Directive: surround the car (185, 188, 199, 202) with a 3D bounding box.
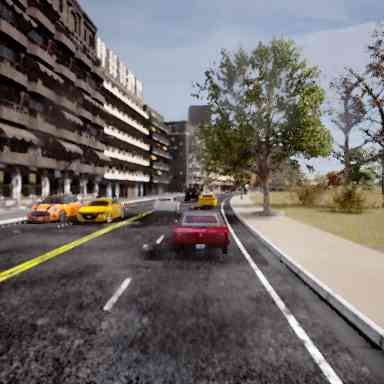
[{"bbox_3d":[0.221,0.430,52.532,2.150,2.045,5.566,0,0,7],"label":"car"}]

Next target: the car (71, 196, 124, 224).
[{"bbox_3d":[-5.940,1.156,22.122,1.882,1.535,5.008,0,1,3],"label":"car"}]

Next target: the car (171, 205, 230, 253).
[{"bbox_3d":[0.347,1.393,12.688,1.895,1.301,4.718,0,1,2],"label":"car"}]

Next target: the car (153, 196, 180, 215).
[{"bbox_3d":[-2.126,1.094,28.355,1.812,1.442,4.674,0,1,4],"label":"car"}]

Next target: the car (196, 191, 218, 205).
[{"bbox_3d":[1.782,0.905,36.487,1.882,1.535,5.008,0,1,5],"label":"car"}]

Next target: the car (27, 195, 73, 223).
[{"bbox_3d":[-9.167,1.040,22.570,2.097,1.767,4.553,0,1,3],"label":"car"}]
